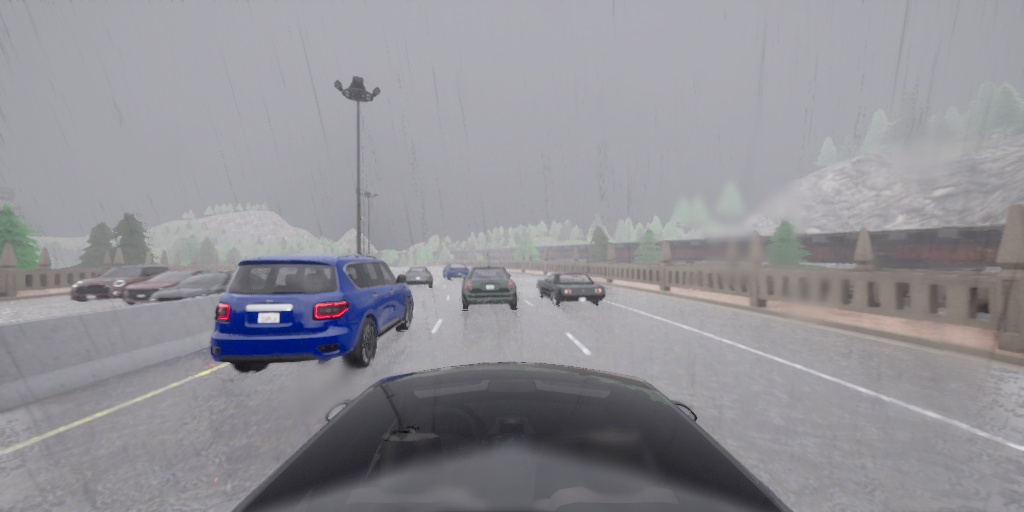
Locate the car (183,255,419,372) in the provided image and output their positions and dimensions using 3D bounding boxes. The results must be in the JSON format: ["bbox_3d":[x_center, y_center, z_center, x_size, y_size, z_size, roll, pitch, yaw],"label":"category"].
[{"bbox_3d":[-3.751,1.015,7.939,2.150,2.045,5.566,0,0,-4],"label":"car"}]

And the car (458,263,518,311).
[{"bbox_3d":[-1.069,1.159,15.154,2.097,1.767,4.553,0,0,-7],"label":"car"}]

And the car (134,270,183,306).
[{"bbox_3d":[-11.705,1.373,14.237,1.837,1.490,4.892,0,0,-9],"label":"car"}]

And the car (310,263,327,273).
[{"bbox_3d":[-29.631,1.788,54.968,1.895,1.301,4.718,0,0,-23],"label":"car"}]

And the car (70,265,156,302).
[{"bbox_3d":[-19.561,1.295,18.453,2.097,1.767,4.553,0,0,-13],"label":"car"}]

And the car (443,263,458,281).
[{"bbox_3d":[-5.183,1.377,32.858,1.882,1.535,5.008,0,0,-18],"label":"car"}]

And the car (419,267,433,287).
[{"bbox_3d":[-6.679,1.448,25.550,1.994,1.385,4.181,0,0,-14],"label":"car"}]

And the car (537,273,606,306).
[{"bbox_3d":[2.410,1.390,15.944,1.895,1.301,4.718,0,0,-8],"label":"car"}]

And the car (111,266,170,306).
[{"bbox_3d":[-15.728,1.387,17.183,1.882,1.535,5.008,0,0,-11],"label":"car"}]

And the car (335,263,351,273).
[{"bbox_3d":[-25.058,1.704,53.217,1.994,1.385,4.181,0,0,-23],"label":"car"}]
